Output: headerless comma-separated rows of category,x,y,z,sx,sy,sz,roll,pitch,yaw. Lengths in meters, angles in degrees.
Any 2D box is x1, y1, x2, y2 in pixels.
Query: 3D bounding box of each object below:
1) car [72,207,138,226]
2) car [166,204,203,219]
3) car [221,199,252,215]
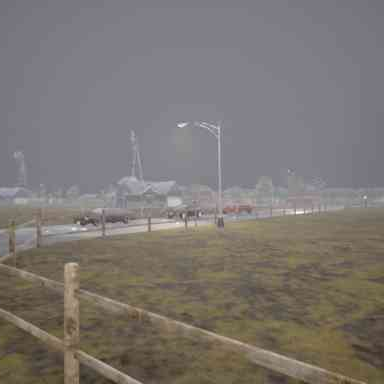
car,-6.700,1.884,26.339,2.033,1.411,5.357,-2,-2,36
car,-0.680,2.013,34.755,1.837,1.490,4.892,-2,-2,36
car,5.993,1.925,44.086,2.150,2.045,5.566,-2,-2,36
